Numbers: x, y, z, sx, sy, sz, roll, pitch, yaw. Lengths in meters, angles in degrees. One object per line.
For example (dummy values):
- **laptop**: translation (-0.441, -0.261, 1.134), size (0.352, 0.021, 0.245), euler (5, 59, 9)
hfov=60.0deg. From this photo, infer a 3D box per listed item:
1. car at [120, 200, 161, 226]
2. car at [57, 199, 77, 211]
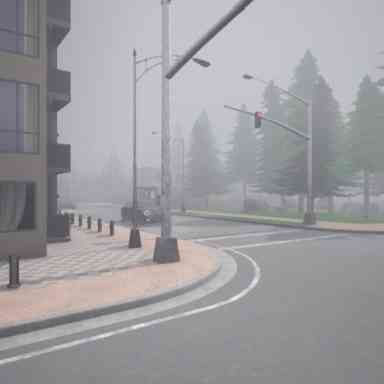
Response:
- **car**: translation (-3.294, 1.335, 23.164), size (2.097, 1.767, 4.553), euler (0, 0, -35)
- **car**: translation (-15.716, 1.547, 41.158), size (1.994, 1.385, 4.181), euler (0, 0, -34)
